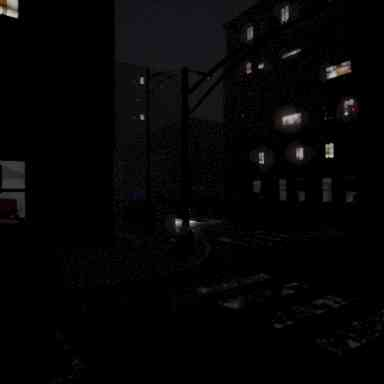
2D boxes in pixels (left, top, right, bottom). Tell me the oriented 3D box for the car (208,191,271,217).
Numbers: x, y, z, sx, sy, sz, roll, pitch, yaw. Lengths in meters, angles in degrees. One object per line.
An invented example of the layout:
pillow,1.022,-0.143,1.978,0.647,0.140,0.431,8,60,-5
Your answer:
car,3.894,0.879,26.072,2.192,1.841,5.009,1,1,-35

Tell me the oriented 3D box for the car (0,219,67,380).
car,-4.027,1.323,3.689,5.009,1.841,2.192,0,0,-35

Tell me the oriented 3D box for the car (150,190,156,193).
car,-2.516,0.805,35.072,1.967,1.590,4.097,1,1,-35

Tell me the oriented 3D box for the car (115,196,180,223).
car,-2.936,1.170,21.212,1.947,1.339,4.313,1,0,-35

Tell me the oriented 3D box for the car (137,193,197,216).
car,-1.985,1.091,24.490,1.837,1.490,4.892,0,2,-35

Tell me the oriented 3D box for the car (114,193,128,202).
car,-8.923,0.756,44.069,1.802,1.307,4.206,1,0,-35

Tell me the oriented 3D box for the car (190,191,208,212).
car,0.691,0.778,30.572,2.192,1.841,5.009,1,1,-35

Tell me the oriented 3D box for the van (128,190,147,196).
van,-5.715,0.610,39.568,1.690,1.788,3.998,1,0,-35
